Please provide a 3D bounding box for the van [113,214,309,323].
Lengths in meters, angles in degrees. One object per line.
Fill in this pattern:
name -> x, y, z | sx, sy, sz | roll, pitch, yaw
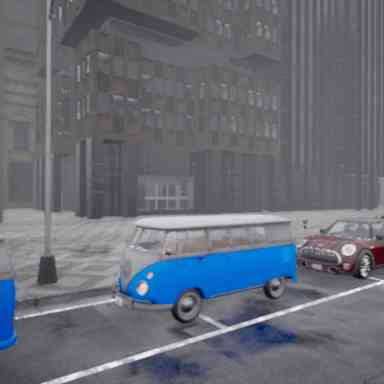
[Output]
van -> 0.454, 1.384, 6.976 | 3.998, 1.788, 1.690 | 1, -1, -35

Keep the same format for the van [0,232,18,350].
van -> -4.138, 1.328, 3.702 | 3.998, 1.788, 1.690 | 1, -1, -35

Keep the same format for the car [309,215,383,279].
car -> 5.047, 1.539, 10.249 | 4.097, 1.590, 1.967 | 1, -1, -35
